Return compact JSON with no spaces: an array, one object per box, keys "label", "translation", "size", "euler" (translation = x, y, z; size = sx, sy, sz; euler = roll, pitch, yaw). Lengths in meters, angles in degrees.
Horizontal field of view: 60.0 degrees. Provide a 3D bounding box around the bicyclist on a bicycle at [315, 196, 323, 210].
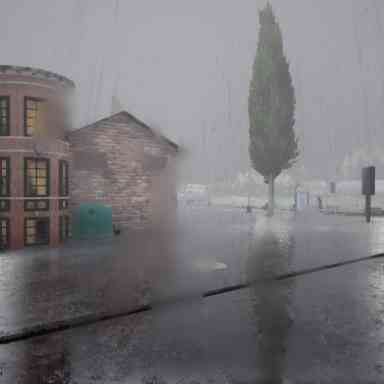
[{"label":"bicyclist on a bicycle","translation":[15.350,1.349,40.171],"size":[1.656,1.620,0.582],"euler":[0,0,-36]}]
